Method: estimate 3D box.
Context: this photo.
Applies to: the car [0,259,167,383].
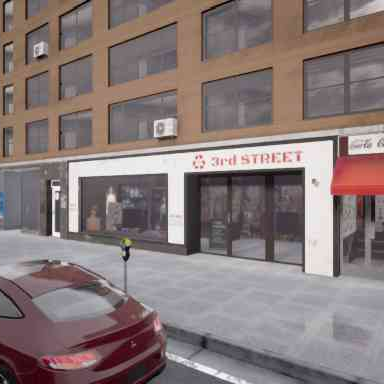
[{"bbox_3d":[-2.217,1.582,4.395,4.206,1.307,1.802,0,0,36],"label":"car"}]
